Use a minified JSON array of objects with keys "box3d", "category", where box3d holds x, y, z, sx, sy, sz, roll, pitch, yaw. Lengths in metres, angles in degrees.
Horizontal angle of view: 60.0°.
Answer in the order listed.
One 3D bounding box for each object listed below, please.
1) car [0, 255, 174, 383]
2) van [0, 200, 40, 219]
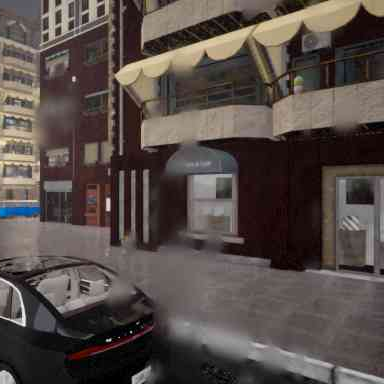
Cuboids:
[{"box3d":[-2.263,1.551,4.483,4.403,1.369,2.008,0,0,35],"category":"car"},{"box3d":[-16.559,1.708,32.133,1.690,1.788,3.998,-1,-2,35],"category":"van"}]
